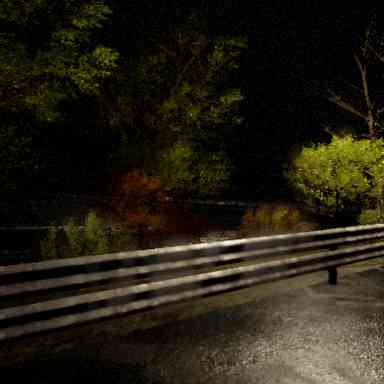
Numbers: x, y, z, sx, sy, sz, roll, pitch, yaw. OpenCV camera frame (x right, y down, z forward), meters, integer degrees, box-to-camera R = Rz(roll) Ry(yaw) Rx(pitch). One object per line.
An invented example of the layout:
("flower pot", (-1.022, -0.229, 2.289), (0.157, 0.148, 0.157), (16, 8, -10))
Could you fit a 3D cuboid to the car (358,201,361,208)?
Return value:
("car", (31.474, 2.700, 57.116), (5.566, 2.045, 2.150), (2, -2, 22))
